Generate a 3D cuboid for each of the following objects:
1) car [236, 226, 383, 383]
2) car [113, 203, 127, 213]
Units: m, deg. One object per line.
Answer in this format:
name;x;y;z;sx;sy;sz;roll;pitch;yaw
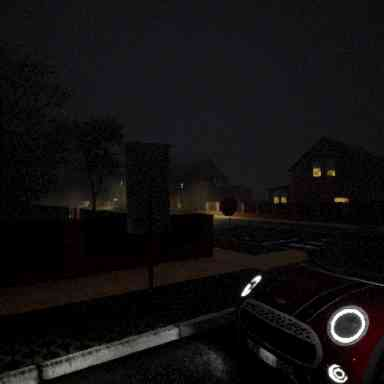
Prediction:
car;2.883;1.352;4.949;4.553;1.767;2.097;0;0;-27
car;-9.298;2.306;45.316;1.882;1.535;5.008;-1;-1;-31
